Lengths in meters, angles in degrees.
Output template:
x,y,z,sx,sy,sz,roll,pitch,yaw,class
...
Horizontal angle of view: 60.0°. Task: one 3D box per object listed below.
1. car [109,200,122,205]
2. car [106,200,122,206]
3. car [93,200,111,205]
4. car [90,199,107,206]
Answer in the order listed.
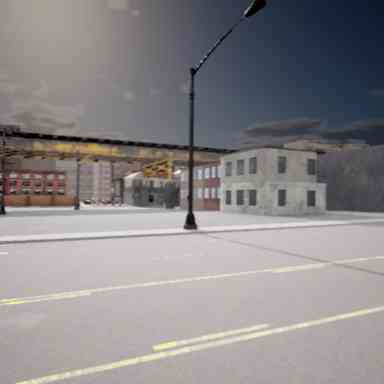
x,y,z,sx,sy,sz,roll,pitch,yaw,class
-19.781,2.818,86.237,1.853,1.218,4.536,1,-1,5,car
-19.787,2.974,86.182,2.038,1.542,4.974,1,-1,5,car
-23.507,2.790,86.834,4.536,1.218,1.853,0,-1,35,car
-23.466,2.947,86.802,4.974,1.542,2.038,0,-1,35,car
